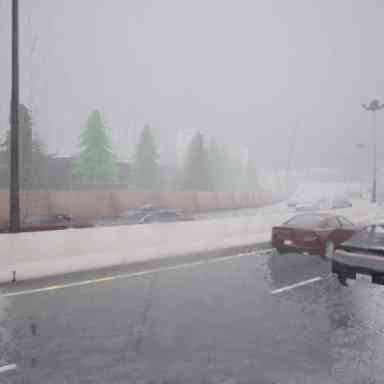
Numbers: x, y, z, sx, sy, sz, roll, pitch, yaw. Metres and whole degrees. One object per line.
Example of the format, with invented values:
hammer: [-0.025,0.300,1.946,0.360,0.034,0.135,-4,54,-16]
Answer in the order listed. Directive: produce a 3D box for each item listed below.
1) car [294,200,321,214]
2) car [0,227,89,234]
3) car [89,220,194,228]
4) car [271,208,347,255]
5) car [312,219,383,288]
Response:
car: [13.705,1.701,39.225,1.812,1.442,4.674,0,0,34]
car: [-7.383,1.683,16.118,4.718,1.301,1.895,0,0,-38]
car: [-2.043,1.569,16.045,4.902,1.511,2.128,0,0,-41]
car: [5.030,1.535,12.706,5.008,1.535,1.882,0,0,-42]
car: [5.323,1.528,8.294,4.902,1.511,2.128,0,0,-40]
